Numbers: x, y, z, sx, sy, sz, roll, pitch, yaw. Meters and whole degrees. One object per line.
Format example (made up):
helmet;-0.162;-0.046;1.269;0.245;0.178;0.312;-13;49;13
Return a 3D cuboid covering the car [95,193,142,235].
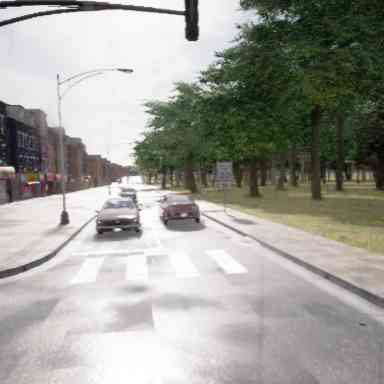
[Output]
car;-3.391;1.002;15.692;2.033;1.411;5.357;-2;2;-10

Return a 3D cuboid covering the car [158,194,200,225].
car;-0.787;0.827;17.913;1.812;1.442;4.674;-2;2;-10

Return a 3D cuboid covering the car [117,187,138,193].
car;-6.838;0.268;35.426;1.837;1.490;4.892;-2;2;-10
